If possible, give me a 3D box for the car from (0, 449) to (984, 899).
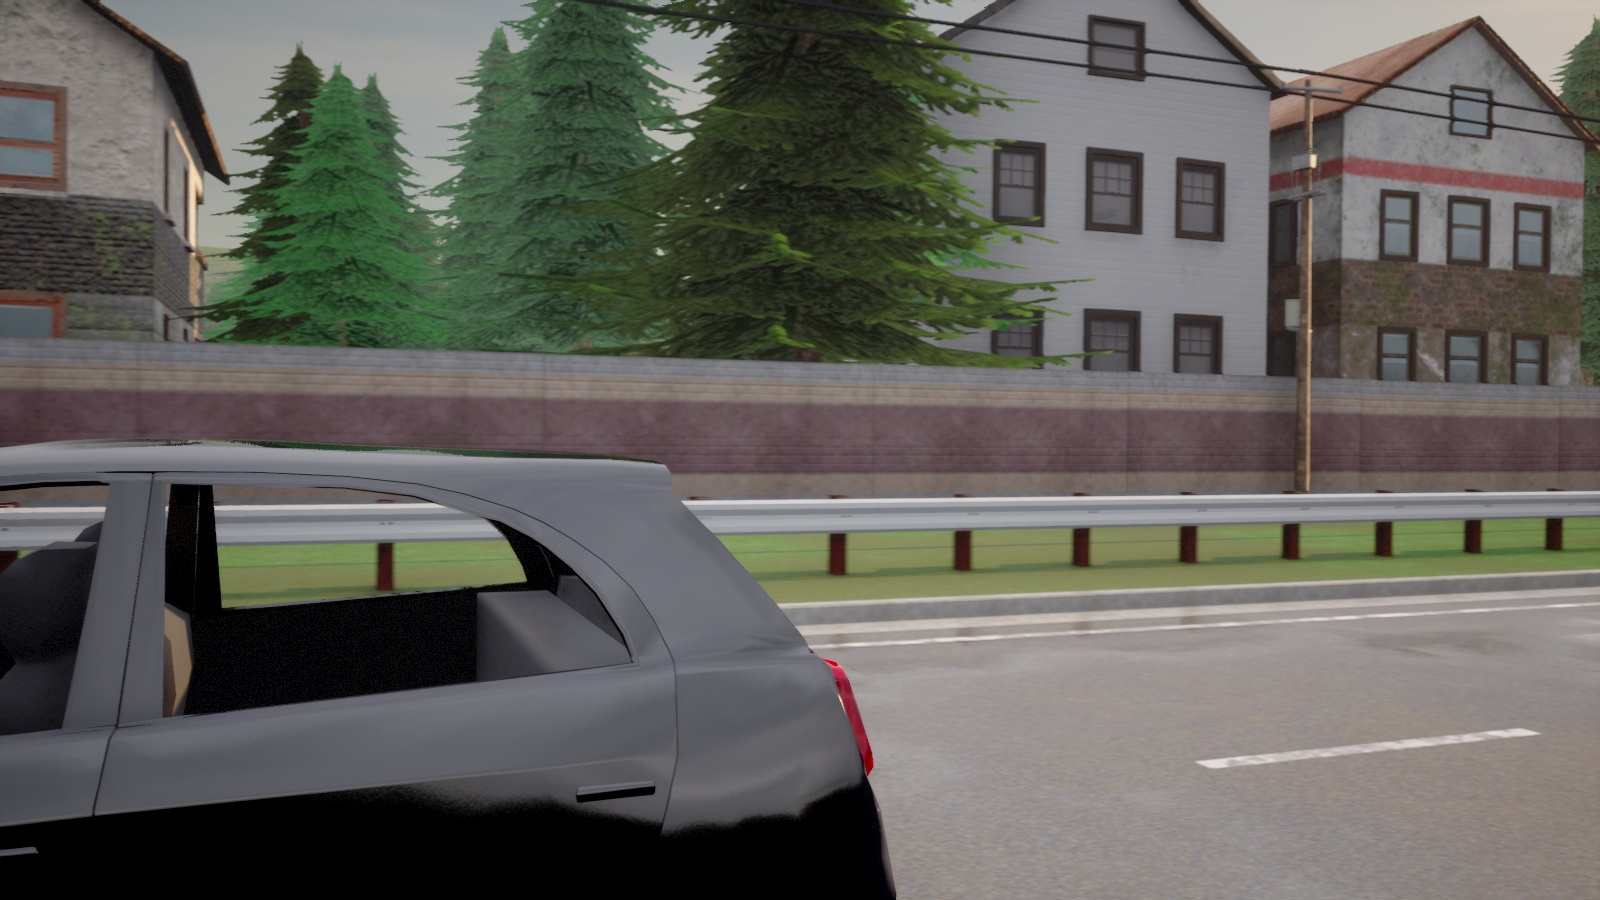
[{"bbox_3d":[-1.677,0.788,2.603,3.633,1.501,1.845,-1,1,-21],"label":"car"}]
